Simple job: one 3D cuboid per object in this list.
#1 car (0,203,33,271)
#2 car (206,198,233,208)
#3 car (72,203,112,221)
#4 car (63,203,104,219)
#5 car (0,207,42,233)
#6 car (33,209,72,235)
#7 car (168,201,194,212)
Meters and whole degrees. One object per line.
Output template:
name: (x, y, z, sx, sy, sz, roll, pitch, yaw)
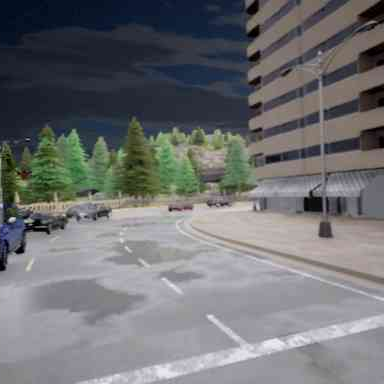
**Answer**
car: (-7.344, 1.465, 11.702, 2.150, 2.045, 5.566, -2, 0, -18)
car: (4.342, 1.603, 51.581, 4.902, 1.511, 2.128, -1, 0, -43)
car: (-9.207, 1.888, 31.545, 2.128, 1.511, 4.902, -2, 0, 9)
car: (-11.772, 2.000, 36.440, 1.837, 1.490, 4.892, -2, 0, 15)
car: (-13.126, 1.963, 24.342, 2.128, 1.511, 4.902, -2, 0, 0)
car: (-9.516, 1.956, 21.454, 1.895, 1.301, 4.718, -2, 0, -5)
car: (-1.373, 1.797, 43.413, 1.994, 1.385, 4.181, -2, 0, 29)
